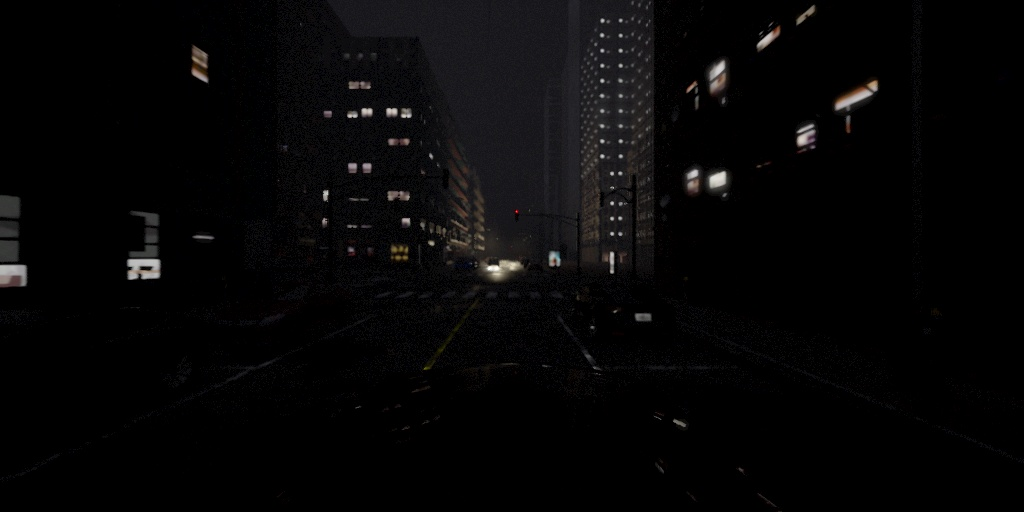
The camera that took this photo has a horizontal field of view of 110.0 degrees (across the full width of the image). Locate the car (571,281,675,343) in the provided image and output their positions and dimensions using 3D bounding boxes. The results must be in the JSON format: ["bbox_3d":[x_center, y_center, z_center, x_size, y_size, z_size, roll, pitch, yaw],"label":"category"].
[{"bbox_3d":[2.692,1.280,9.441,1.948,1.339,4.313,0,0,0],"label":"car"}]

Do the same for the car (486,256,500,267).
[{"bbox_3d":[-3.007,1.010,58.748,2.128,1.511,4.902,0,0,0],"label":"car"}]

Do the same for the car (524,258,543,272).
[{"bbox_3d":[2.687,1.156,41.845,1.802,1.307,4.207,0,0,0],"label":"car"}]

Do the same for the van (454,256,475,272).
[{"bbox_3d":[-5.694,0.914,41.845,1.690,1.789,3.998,0,0,0],"label":"van"}]

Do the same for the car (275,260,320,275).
[{"bbox_3d":[-18.797,0.967,30.669,4.313,1.339,1.948,0,0,0],"label":"car"}]

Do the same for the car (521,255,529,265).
[{"bbox_3d":[2.686,0.969,52.901,1.967,1.591,4.097,0,0,0],"label":"car"}]

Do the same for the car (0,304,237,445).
[{"bbox_3d":[-5.689,1.305,3.928,1.948,1.339,4.313,0,0,0],"label":"car"}]

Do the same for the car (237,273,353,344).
[{"bbox_3d":[-5.689,1.296,9.451,1.802,1.307,4.207,0,0,0],"label":"car"}]

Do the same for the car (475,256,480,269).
[{"bbox_3d":[-5.695,0.865,47.373,2.192,1.841,5.009,0,0,0],"label":"car"}]
